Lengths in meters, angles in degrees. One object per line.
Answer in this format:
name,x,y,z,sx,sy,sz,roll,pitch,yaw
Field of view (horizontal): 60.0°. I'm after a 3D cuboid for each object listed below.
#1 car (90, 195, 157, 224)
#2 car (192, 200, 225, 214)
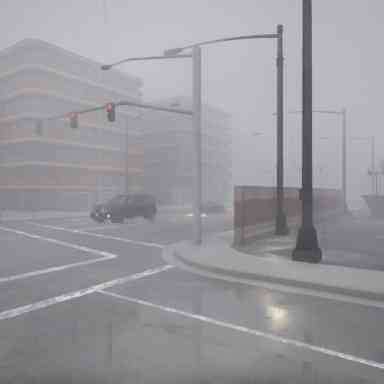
car,-4.961,1.223,25.094,2.150,2.045,5.566,0,0,34
car,1.772,1.564,34.876,1.994,1.385,4.181,0,0,35
